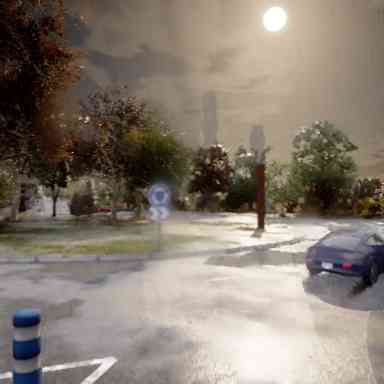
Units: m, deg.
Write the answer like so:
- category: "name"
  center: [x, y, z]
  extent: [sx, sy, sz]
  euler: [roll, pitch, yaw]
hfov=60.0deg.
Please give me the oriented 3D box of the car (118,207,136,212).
- category: "car"
  center: [-17.205, 4.778, 88.526]
  extent: [4.892, 1.521, 2.231]
  euler: [0, -4, -24]

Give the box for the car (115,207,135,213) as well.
- category: "car"
  center: [-18.324, 4.985, 91.035]
  extent: [5.008, 1.535, 2.097]
  euler: [0, -4, -24]

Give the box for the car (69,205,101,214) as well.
- category: "car"
  center: [-19.162, 3.124, 58.988]
  extent: [5.008, 1.535, 1.882]
  euler: [0, 0, -12]

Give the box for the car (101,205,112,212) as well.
- category: "car"
  center: [-22.352, 4.541, 86.487]
  extent: [2.150, 2.045, 5.566]
  euler: [0, -4, -24]

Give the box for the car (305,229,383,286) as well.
- category: "car"
  center: [5.362, 1.949, 10.880]
  extent: [1.812, 1.442, 4.674]
  euler: [0, -2, 44]
